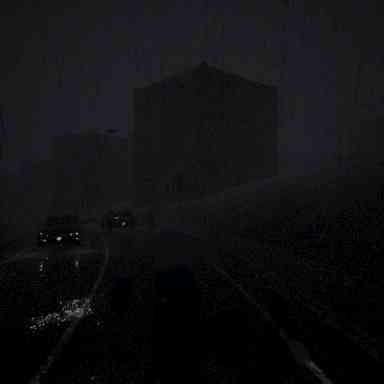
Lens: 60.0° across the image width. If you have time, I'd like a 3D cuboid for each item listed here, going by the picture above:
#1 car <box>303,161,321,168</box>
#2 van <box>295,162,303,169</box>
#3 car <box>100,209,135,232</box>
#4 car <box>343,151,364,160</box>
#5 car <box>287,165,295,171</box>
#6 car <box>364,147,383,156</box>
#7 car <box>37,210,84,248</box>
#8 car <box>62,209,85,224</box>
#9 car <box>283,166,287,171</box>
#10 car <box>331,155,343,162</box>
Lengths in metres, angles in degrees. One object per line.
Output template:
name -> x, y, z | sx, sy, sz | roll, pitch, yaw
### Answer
car -> 22.593, -4.780, 60.749 | 2.231, 1.521, 4.892 | 0, 1, 0
van -> 22.621, -5.066, 66.144 | 1.878, 1.987, 4.442 | 0, 1, 0
car -> -5.520, 1.989, 24.374 | 2.128, 1.511, 4.902 | -1, -2, -23
car -> 22.507, -4.699, 44.212 | 2.185, 1.767, 4.553 | 0, 1, 0
car -> 22.652, -4.856, 71.789 | 2.002, 1.452, 4.674 | 0, 0, 0
car -> 22.478, -4.454, 38.538 | 2.002, 1.452, 4.674 | 0, 1, 0
car -> -6.532, 1.850, 16.786 | 1.837, 1.490, 4.892 | 0, -2, -18
car -> -14.597, 2.679, 38.826 | 1.812, 1.442, 4.674 | -1, -2, -39
car -> 22.679, -5.196, 77.274 | 2.435, 2.045, 5.566 | 0, 0, 0
car -> 22.536, -4.772, 49.732 | 2.185, 1.767, 4.553 | 0, 1, 0
